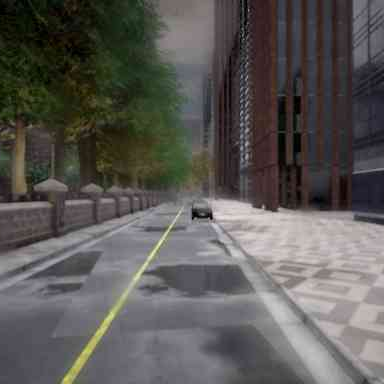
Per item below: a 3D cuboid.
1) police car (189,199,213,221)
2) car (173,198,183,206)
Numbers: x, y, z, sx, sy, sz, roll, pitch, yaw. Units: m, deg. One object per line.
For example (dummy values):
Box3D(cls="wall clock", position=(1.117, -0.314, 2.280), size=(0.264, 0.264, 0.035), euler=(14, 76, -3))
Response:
Box3D(cls="police car", position=(0.893, 1.709, 30.783), size=(1.930, 1.638, 5.238), euler=(0, 0, 0))
Box3D(cls="car", position=(-3.018, 2.145, 71.757), size=(2.128, 1.511, 4.902), euler=(0, 0, 0))
